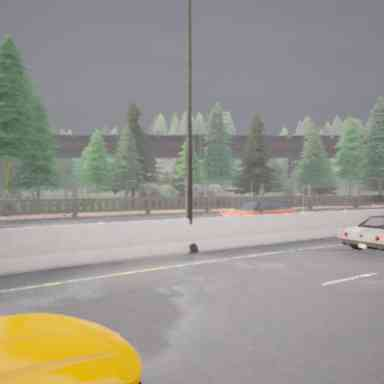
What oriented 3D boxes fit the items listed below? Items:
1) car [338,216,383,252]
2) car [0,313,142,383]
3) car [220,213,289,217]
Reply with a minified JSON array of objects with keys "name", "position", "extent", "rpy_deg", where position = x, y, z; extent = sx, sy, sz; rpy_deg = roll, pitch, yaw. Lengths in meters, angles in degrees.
[{"name":"car","position":[7.672,1.505,12.125],"extent":[4.718,1.301,1.895],"rpy_deg":[0,0,-27]},{"name":"car","position":[-2.639,1.469,1.747],"extent":[5.008,1.535,1.882],"rpy_deg":[0,0,-36]},{"name":"car","position":[3.439,1.223,17.968],"extent":[4.553,1.767,2.097],"rpy_deg":[0,1,-27]}]
